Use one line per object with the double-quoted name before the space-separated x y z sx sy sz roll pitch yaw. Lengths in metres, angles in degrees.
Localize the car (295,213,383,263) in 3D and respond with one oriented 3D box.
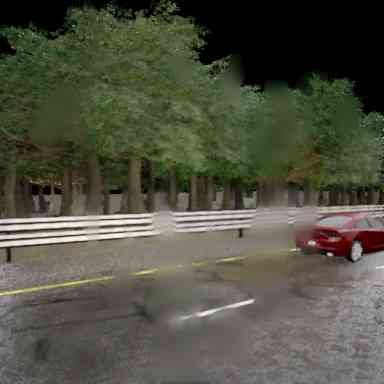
"car" 5.930 1.531 12.296 5.008 1.535 1.882 0 0 -35
